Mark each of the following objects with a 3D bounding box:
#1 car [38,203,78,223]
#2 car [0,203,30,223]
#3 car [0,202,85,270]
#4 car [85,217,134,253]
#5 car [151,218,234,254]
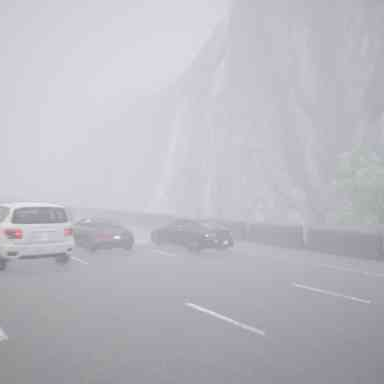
[{"bbox_3d":[-12.136,1.851,29.832,1.837,1.490,4.892,3,-1,-40],"label":"car"},{"bbox_3d":[-15.419,1.743,28.297,1.812,1.442,4.674,3,-1,-40],"label":"car"},{"bbox_3d":[-6.079,1.373,11.847,2.150,2.045,5.566,3,-2,-40],"label":"car"},{"bbox_3d":[-4.380,1.838,15.237,1.994,1.385,4.181,3,-2,-40],"label":"car"},{"bbox_3d":[-0.087,1.923,15.579,1.812,1.442,4.674,3,-2,-40],"label":"car"}]
